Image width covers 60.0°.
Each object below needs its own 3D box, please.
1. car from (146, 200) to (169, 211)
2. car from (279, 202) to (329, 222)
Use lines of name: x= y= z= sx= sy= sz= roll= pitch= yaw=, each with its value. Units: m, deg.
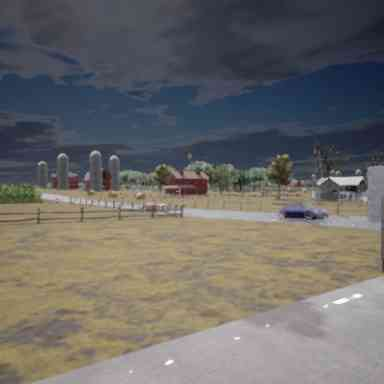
car: x=-5.492 y=2.093 z=53.228 sx=2.097 sy=1.767 sz=4.553 roll=-1 pitch=1 yaw=-35
car: x=10.366 y=1.733 z=31.027 sx=2.097 sy=1.767 sz=4.553 roll=-1 pitch=0 yaw=-36
